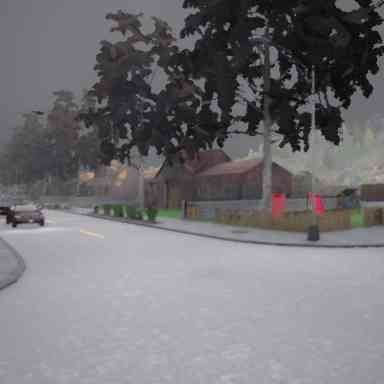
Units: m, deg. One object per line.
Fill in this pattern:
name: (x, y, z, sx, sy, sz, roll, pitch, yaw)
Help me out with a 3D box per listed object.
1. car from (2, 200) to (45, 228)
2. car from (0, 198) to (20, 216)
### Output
car: (-11.210, 1.501, 22.280, 1.812, 1.442, 4.674, 0, 0, -36)
car: (-16.787, 1.523, 30.086, 2.033, 1.411, 5.357, 0, 0, -35)
